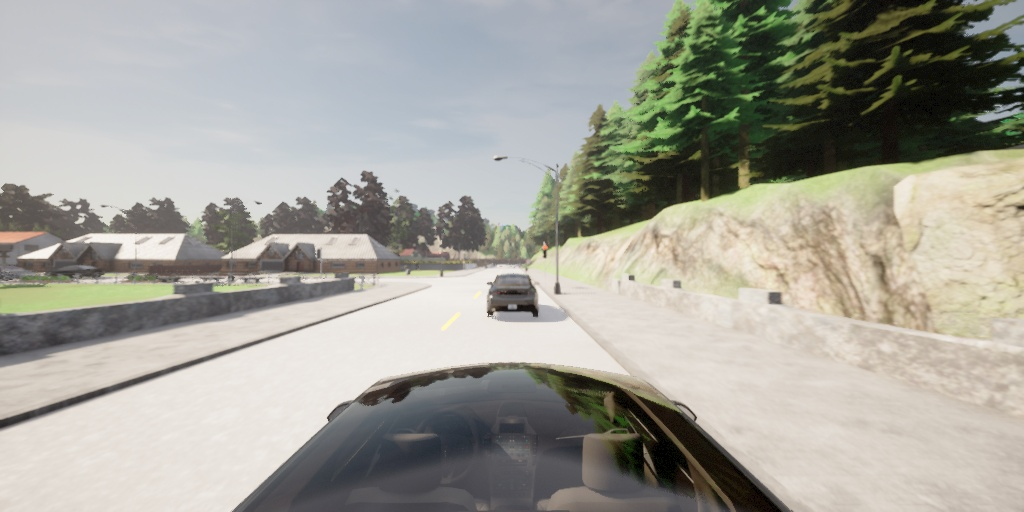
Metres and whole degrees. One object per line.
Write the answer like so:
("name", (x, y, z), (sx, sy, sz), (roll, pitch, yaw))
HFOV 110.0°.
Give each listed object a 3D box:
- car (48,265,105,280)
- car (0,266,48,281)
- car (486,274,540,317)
("car", (-47.063, 1.728, 38.630), (5.008, 1.535, 1.882), (0, -1, 1))
("car", (-48.791, 1.686, 34.551), (4.902, 1.511, 2.128), (0, -1, 0))
("car", (0.042, 1.425, 14.086), (1.837, 1.490, 4.892), (0, 0, 1))
